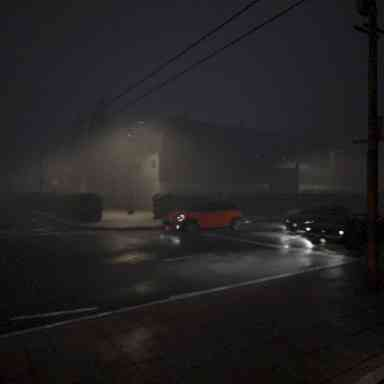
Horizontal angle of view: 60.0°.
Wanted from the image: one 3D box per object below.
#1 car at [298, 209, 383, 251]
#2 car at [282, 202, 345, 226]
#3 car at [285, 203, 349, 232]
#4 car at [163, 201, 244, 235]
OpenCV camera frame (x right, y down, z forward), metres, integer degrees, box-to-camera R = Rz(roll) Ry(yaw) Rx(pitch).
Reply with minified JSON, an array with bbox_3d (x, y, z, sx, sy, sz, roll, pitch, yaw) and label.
[{"bbox_3d":[6.947,1.591,14.220,4.718,1.301,1.895,0,0,-34],"label":"car"},{"bbox_3d":[8.696,1.507,23.714,4.674,1.442,1.812,0,0,-34],"label":"car"},{"bbox_3d":[7.394,1.491,18.736,4.892,1.490,1.837,0,0,-34],"label":"car"},{"bbox_3d":[0.648,1.332,18.698,4.553,1.767,2.097,0,0,-30],"label":"car"}]
